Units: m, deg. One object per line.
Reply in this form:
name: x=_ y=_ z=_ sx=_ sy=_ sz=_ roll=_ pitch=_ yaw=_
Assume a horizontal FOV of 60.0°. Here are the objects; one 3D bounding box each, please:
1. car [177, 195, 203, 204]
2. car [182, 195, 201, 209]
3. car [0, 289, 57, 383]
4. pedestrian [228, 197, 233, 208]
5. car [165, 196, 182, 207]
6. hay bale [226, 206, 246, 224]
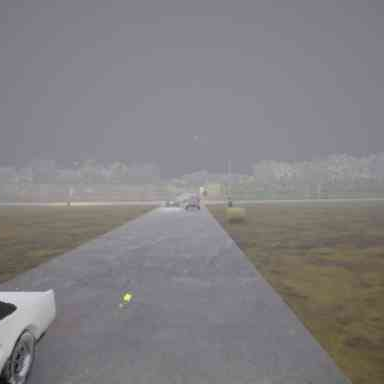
car: x=-0.292 y=1.299 z=59.742 sx=2.128 sy=1.511 sz=4.902 roll=0 pitch=1 yaw=37
car: x=0.100 y=1.455 z=42.691 sx=2.033 sy=1.411 sz=5.357 roll=0 pitch=0 yaw=0
car: x=-2.849 y=1.600 z=2.485 sx=1.895 sy=1.301 sz=4.718 roll=0 pitch=0 yaw=0
pedestrian: x=2.837 y=1.243 z=25.084 sx=0.375 sy=1.860 sz=0.375 roll=-1 pitch=2 yaw=-10
car: x=-2.763 y=1.374 z=47.719 sx=2.128 sy=1.511 sz=4.902 roll=0 pitch=0 yaw=1
hay bale: x=3.149 y=1.629 z=23.953 sx=1.220 sy=1.180 sz=1.240 roll=1 pitch=1 yaw=0
